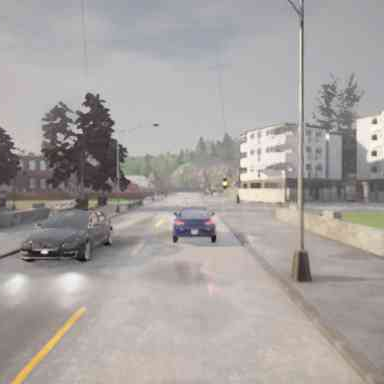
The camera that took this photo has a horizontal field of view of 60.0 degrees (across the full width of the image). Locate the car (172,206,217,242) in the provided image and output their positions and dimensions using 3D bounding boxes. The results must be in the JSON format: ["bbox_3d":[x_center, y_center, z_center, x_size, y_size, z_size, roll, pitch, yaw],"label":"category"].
[{"bbox_3d":[0.103,1.356,15.172,1.812,1.442,4.674,0,0,0],"label":"car"}]

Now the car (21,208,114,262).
[{"bbox_3d":[-4.072,1.373,11.625,1.837,1.490,4.892,0,1,0],"label":"car"}]
